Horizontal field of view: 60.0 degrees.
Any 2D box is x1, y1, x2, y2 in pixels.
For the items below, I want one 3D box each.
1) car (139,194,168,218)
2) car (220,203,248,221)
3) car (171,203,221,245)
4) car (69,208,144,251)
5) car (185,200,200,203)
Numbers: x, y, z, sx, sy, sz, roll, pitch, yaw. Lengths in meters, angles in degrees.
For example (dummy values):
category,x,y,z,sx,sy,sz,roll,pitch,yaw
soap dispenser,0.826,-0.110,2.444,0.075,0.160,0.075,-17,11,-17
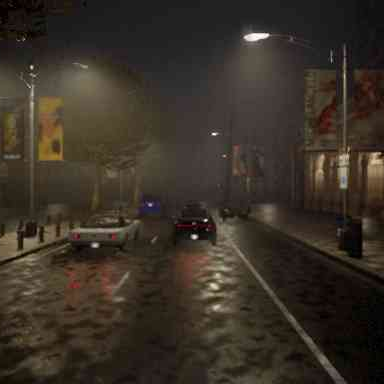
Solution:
category,x,y,z,sx,sy,sz,roll,pitch,yaw
car,-3.406,1.174,29.880,2.150,2.045,5.566,0,0,0
car,3.245,1.553,26.823,1.895,1.301,4.718,0,0,0
car,0.095,1.481,15.277,1.837,1.490,4.892,0,0,0
car,-3.404,1.579,13.914,1.895,1.301,4.718,0,0,0
car,0.076,1.477,31.209,1.812,1.442,4.674,0,0,0
